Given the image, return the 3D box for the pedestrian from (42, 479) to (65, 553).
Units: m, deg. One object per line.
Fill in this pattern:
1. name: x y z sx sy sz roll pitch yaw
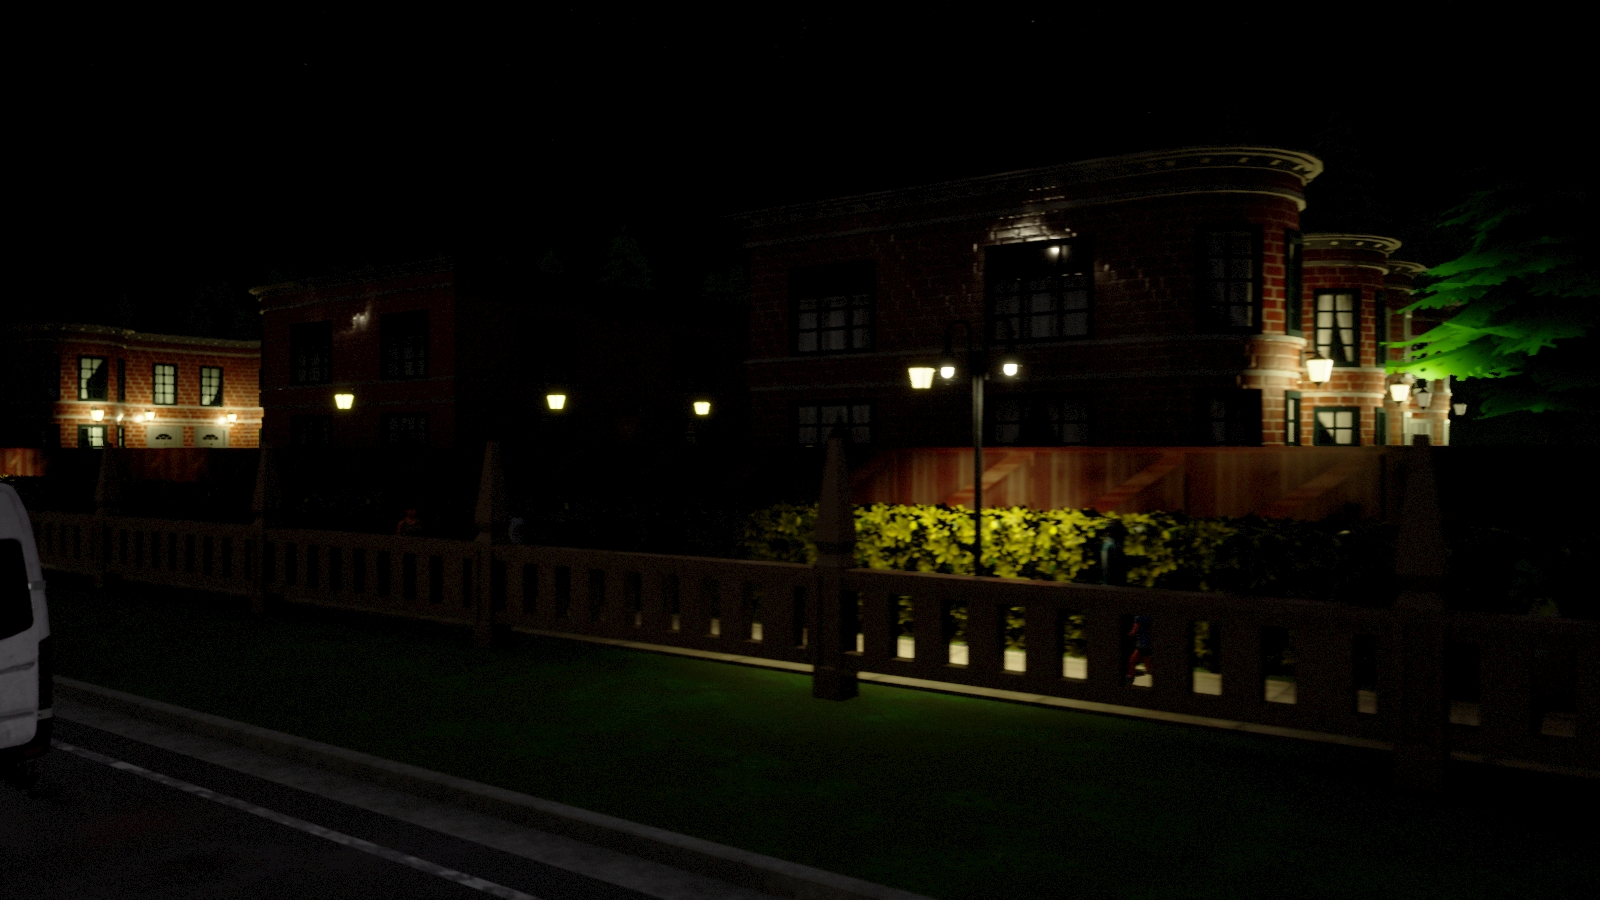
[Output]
1. pedestrian: -19.074 1.682 29.207 0.375 1.860 0.375 0 0 35

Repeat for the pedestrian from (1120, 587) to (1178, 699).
1. pedestrian: 3.775 2.075 12.361 0.500 1.100 0.500 0 0 30

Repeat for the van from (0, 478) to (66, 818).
1. van: -8.821 1.528 9.957 5.915 2.561 1.988 0 0 35

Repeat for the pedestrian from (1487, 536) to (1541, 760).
1. pedestrian: 6.220 1.695 9.950 0.375 1.860 0.375 0 0 36

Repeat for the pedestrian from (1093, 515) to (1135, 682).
1. pedestrian: 3.623 1.692 13.192 0.375 1.860 0.375 0 0 32

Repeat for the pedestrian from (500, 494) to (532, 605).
1. pedestrian: -4.855 1.689 19.512 0.375 1.860 0.375 0 0 37

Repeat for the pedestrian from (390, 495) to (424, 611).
1. pedestrian: -6.500 1.689 18.897 0.375 1.860 0.375 0 0 35
